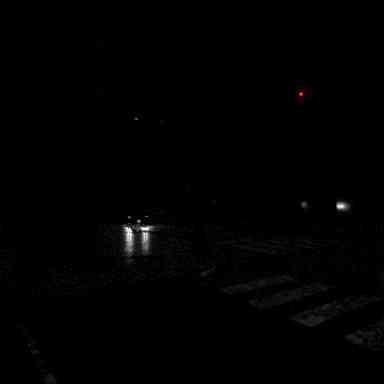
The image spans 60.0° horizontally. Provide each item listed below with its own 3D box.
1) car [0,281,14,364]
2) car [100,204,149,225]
[{"bbox_3d":[-4.156,1.567,3.223,4.313,1.339,1.947,0,0,-36],"label":"car"},{"bbox_3d":[-5.205,1.635,25.069,2.033,1.411,5.357,0,0,-36],"label":"car"}]
